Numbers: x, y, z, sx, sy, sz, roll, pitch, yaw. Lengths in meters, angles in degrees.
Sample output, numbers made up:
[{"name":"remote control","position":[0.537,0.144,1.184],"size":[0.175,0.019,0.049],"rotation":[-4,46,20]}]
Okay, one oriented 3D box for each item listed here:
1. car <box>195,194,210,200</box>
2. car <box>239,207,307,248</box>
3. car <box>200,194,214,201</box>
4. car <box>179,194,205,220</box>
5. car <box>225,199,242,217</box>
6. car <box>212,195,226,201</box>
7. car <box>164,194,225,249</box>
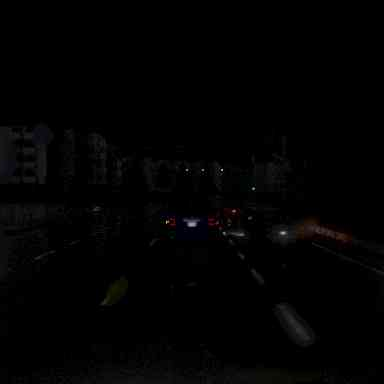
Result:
[{"name":"car","position":[2.942,1.476,92.401],"size":[1.882,1.535,5.008],"rotation":[0,0,31]},{"name":"car","position":[3.500,1.571,14.650],"size":[1.994,1.385,4.181],"rotation":[0,0,0]},{"name":"car","position":[3.945,1.351,86.855],"size":[2.097,1.767,4.553],"rotation":[0,0,25]},{"name":"car","position":[0.000,1.256,29.680],"size":[2.150,2.045,5.566],"rotation":[0,0,0]},{"name":"car","position":[3.500,1.571,29.650],"size":[1.994,1.385,4.181],"rotation":[0,0,0]},{"name":"car","position":[6.887,1.466,84.866],"size":[1.882,1.535,5.008],"rotation":[0,0,25]},{"name":"car","position":[0.000,1.256,14.680],"size":[2.150,2.045,5.566],"rotation":[0,0,0]}]
